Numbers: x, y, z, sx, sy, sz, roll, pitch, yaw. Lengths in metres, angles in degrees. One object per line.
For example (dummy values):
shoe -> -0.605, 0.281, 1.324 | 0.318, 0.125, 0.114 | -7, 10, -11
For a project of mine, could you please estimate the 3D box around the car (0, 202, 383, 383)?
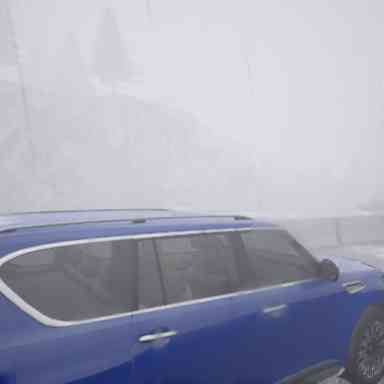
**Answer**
car -> 0.045, 1.214, 3.680 | 5.566, 2.045, 2.150 | 0, 0, -34

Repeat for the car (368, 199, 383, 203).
car -> 21.763, 1.554, 38.809 | 5.357, 1.411, 2.033 | 0, 0, -21
